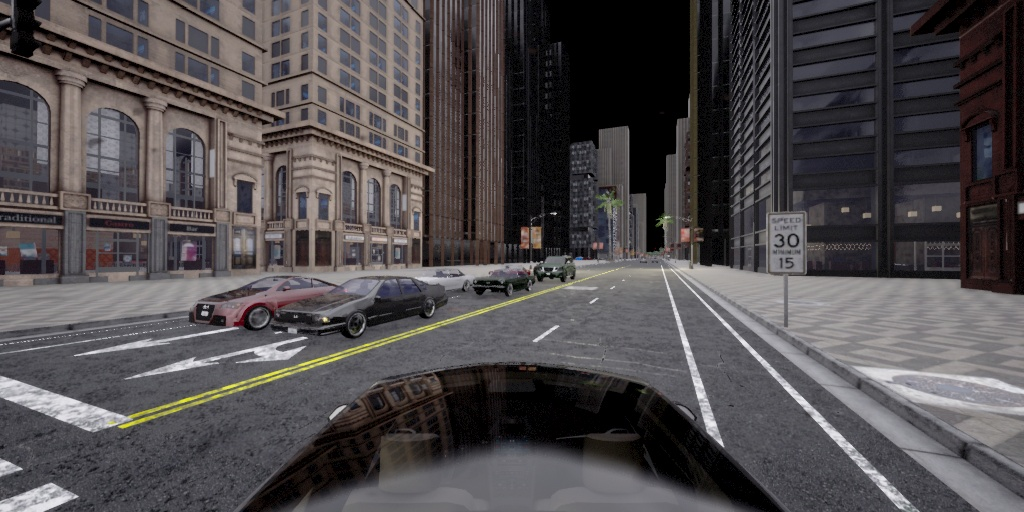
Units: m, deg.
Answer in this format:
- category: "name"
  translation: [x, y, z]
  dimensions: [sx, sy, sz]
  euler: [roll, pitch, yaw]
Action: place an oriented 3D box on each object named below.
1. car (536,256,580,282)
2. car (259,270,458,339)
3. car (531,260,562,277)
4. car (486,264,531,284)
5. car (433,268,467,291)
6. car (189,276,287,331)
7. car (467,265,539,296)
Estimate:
- category: "car"
  translation: [3.733, 0.986, 29.332]
  dimensions: [2.150, 2.045, 5.566]
  euler: [0, 0, 22]
- category: "car"
  translation: [-3.952, 1.299, 10.558]
  dimensions: [2.033, 1.411, 5.357]
  euler: [0, 0, 22]
- category: "car"
  translation: [3.768, 1.250, 37.911]
  dimensions: [1.882, 1.535, 5.008]
  euler: [0, 0, 23]
- category: "car"
  translation: [-0.132, 1.364, 28.480]
  dimensions: [1.895, 1.301, 4.718]
  euler: [0, 0, 22]
- category: "car"
  translation: [-3.905, 1.356, 19.260]
  dimensions: [1.895, 1.301, 4.718]
  euler: [0, 0, 22]
- category: "car"
  translation: [-7.218, 1.315, 11.149]
  dimensions: [1.994, 1.385, 4.181]
  euler: [0, 0, 22]
- category: "car"
  translation: [-0.321, 1.357, 19.433]
  dimensions: [1.895, 1.301, 4.718]
  euler: [0, 0, 22]
